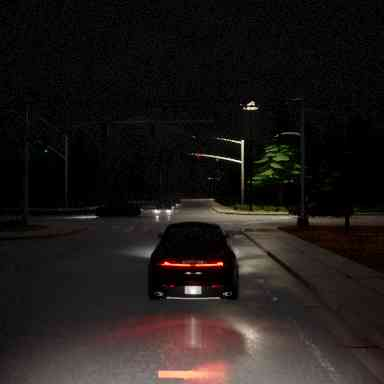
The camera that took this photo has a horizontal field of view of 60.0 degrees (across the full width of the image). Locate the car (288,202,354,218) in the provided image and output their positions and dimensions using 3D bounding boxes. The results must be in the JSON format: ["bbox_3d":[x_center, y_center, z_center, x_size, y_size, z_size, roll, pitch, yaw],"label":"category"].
[{"bbox_3d":[11.450,1.574,29.581,5.357,1.411,2.033,0,0,1],"label":"car"}]

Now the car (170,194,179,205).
[{"bbox_3d":[-3.642,1.547,54.764,2.033,1.411,5.357,0,0,0],"label":"car"}]

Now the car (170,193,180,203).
[{"bbox_3d":[-3.507,1.221,65.395,2.150,2.045,5.566,0,0,1],"label":"car"}]

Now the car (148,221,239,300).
[{"bbox_3d":[0.039,1.501,8.375,1.837,1.490,4.892,0,0,0],"label":"car"}]

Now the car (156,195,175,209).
[{"bbox_3d":[-3.647,1.505,44.317,1.837,1.490,4.892,0,0,0],"label":"car"}]

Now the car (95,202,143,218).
[{"bbox_3d":[-6.533,1.580,29.884,4.181,1.385,1.994,0,0,1],"label":"car"}]
